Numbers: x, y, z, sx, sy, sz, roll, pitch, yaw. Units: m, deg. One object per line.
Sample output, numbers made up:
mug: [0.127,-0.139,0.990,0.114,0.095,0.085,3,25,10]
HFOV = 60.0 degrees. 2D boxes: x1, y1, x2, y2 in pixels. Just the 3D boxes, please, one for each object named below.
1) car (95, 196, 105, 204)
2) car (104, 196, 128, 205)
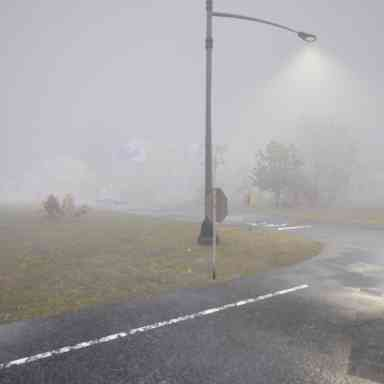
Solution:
car: [-16.257,1.416,60.927,1.812,1.442,4.674,0,0,-34]
car: [-12.425,1.504,55.248,1.895,1.301,4.718,0,0,-33]
